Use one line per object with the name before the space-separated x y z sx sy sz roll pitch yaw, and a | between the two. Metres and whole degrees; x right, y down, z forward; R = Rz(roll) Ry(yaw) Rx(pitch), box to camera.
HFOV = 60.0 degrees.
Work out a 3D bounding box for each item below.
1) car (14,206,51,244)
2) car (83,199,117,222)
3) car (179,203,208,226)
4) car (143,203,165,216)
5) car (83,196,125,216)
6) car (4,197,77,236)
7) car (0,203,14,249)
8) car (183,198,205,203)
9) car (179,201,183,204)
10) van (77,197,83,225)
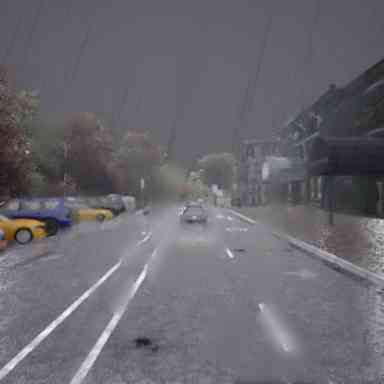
car | -9.404 1.606 15.271 5.008 1.535 2.097 -1 -1 -20
car | -9.184 1.668 27.184 5.366 1.575 1.946 -1 -1 -20
car | 0.188 1.743 24.863 1.994 1.385 4.181 0 0 0
car | -4.031 1.832 35.912 1.895 1.301 4.718 0 0 1
car | -9.315 1.436 30.083 5.566 2.045 2.435 -1 -1 -20
car | -9.416 1.374 18.217 5.566 2.045 2.435 -1 0 -20
car | -9.438 1.461 12.298 4.553 1.767 2.185 -1 -1 -20
car | 0.299 1.809 41.446 2.033 1.411 5.357 0 0 1
car | -2.233 2.930 83.756 1.994 1.385 4.181 0 -2 3
van | -9.481 1.418 21.143 4.442 1.987 1.878 -1 0 -20
